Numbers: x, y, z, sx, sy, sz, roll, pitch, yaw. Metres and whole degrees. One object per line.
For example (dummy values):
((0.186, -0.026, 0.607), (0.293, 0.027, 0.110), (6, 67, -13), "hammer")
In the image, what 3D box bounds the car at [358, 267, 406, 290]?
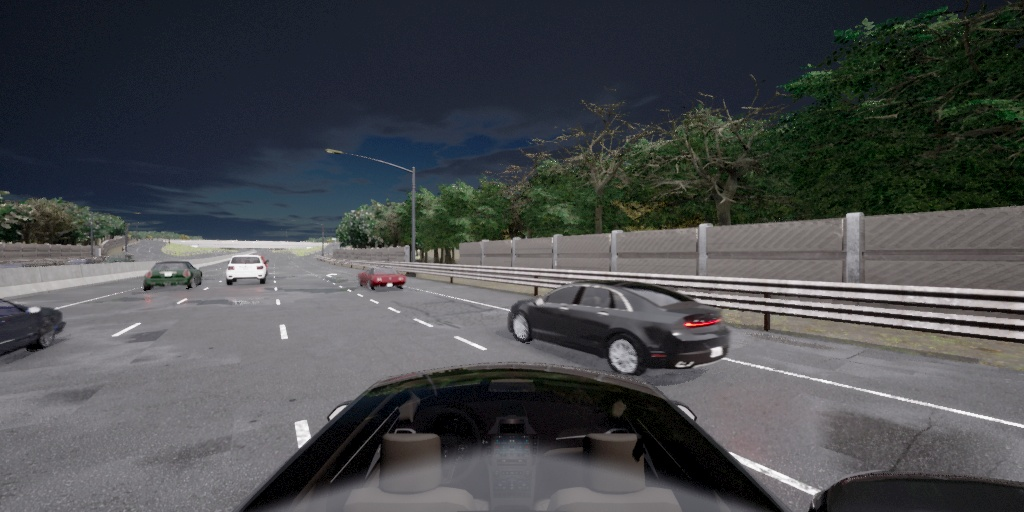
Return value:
((-8.201, 1.345, 22.233), (1.895, 1.301, 4.718), (0, 0, -34), "car")

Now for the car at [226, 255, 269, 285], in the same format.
((-19.273, 0.956, 26.159), (2.150, 2.045, 5.566), (0, 0, -34), "car")

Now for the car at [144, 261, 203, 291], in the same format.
((-20.887, 1.088, 22.290), (2.097, 1.767, 4.553), (0, 0, -34), "car")

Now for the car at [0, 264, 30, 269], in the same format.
((-36.109, 1.287, 25.779), (1.994, 1.385, 4.181), (0, 0, -34), "car")

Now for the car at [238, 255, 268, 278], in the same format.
((-25.265, 0.945, 35.115), (2.150, 2.045, 5.566), (0, 0, -34), "car")

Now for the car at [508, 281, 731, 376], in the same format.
((1.768, 1.251, 7.489), (1.837, 1.490, 4.892), (0, -1, -34), "car")

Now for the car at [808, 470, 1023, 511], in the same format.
((2.986, 1.315, 0.409), (4.181, 1.385, 1.994), (0, 0, 34), "car")

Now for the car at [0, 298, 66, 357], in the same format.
((-9.796, 1.295, 5.832), (2.033, 1.411, 5.357), (0, 0, -34), "car")
